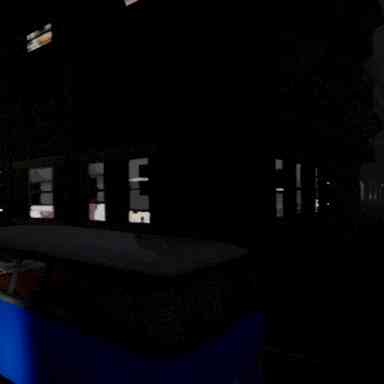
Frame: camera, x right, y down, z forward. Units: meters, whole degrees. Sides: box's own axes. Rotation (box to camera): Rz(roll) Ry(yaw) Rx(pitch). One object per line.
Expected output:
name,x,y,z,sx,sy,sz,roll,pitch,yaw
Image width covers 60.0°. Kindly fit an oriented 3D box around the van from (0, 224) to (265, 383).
van,-1.191,1.335,3.745,3.998,1.788,1.690,0,-1,36
